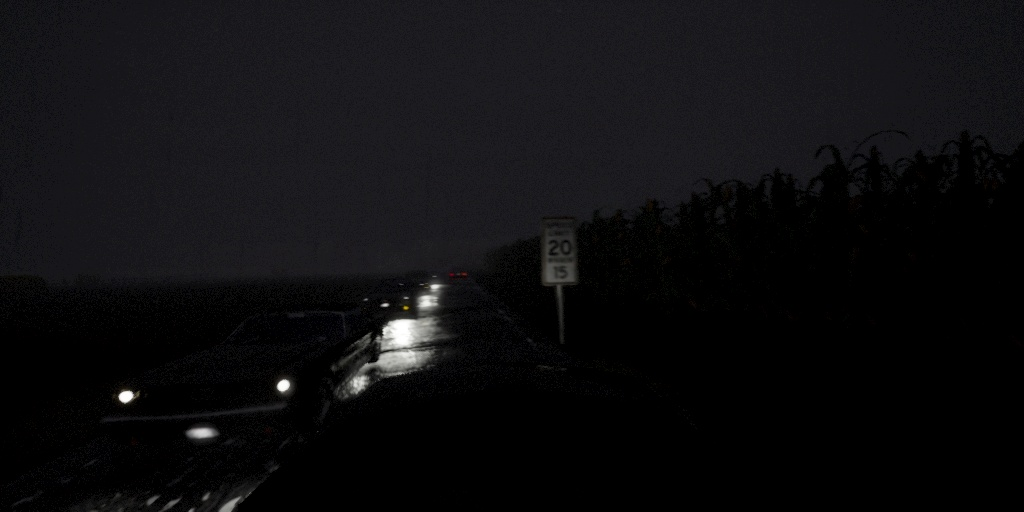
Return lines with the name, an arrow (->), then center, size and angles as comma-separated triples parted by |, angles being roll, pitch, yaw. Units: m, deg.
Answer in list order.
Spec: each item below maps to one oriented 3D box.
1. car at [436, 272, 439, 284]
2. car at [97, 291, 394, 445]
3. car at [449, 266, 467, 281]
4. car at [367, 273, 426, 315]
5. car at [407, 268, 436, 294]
car -> -8.068, 1.915, 34.515 | 1.812, 1.442, 4.674 | -1, -1, -9
car -> -3.391, 1.488, 5.753 | 1.895, 1.301, 4.718 | -1, -1, -8
car -> -5.807, 1.937, 38.681 | 2.033, 1.411, 5.357 | -1, -1, -9
car -> -4.847, 1.607, 14.781 | 1.994, 1.385, 4.181 | -1, -1, -9
car -> -6.419, 1.715, 24.332 | 1.837, 1.490, 4.892 | -1, -1, -9
